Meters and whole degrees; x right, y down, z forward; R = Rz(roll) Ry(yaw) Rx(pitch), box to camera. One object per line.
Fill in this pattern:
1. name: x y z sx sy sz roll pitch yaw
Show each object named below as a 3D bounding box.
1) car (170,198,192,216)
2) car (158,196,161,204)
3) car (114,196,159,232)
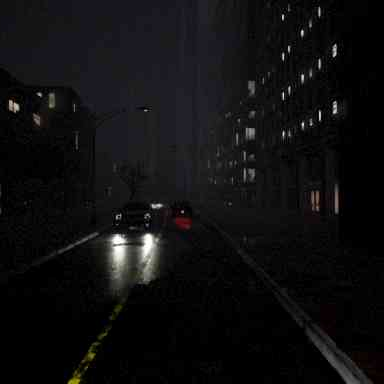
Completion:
1. car: -1.020 1.499 32.468 1.837 1.490 4.892 0 0 -4
2. car: -6.959 1.479 64.304 2.128 1.511 4.902 0 0 -7
3. car: -3.304 1.349 20.067 2.097 1.767 4.553 0 0 -3
